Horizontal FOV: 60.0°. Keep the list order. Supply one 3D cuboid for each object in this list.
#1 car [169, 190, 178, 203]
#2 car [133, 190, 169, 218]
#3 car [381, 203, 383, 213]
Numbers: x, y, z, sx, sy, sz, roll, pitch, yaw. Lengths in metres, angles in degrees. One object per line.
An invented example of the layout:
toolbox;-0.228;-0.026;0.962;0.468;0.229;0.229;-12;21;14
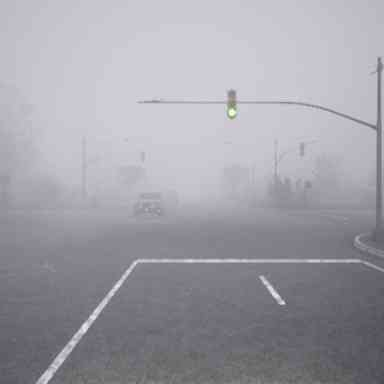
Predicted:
car;-3.340;0.647;53.099;2.150;2.045;5.566;0;1;0
car;-3.428;0.965;27.853;2.150;2.045;5.566;0;1;0
car;19.236;1.240;30.140;4.674;1.442;1.812;0;1;-3
